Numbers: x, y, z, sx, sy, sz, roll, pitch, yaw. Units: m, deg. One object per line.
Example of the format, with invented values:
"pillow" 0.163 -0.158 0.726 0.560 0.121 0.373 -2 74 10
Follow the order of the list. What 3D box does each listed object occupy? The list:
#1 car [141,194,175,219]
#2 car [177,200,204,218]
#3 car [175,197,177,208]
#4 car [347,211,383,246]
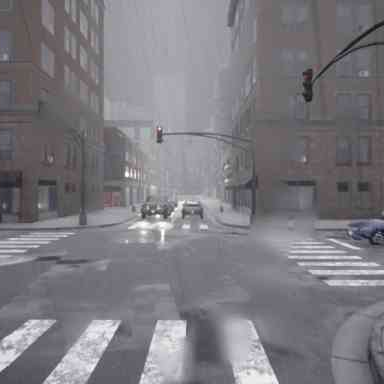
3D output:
"car" -3.075 1.235 29.788 2.150 2.045 5.566 0 0 2
"car" 0.068 1.505 30.444 2.128 1.511 4.902 0 0 0
"car" -3.087 1.544 39.461 1.812 1.442 4.674 0 0 0
"car" 9.332 1.540 14.666 4.674 1.442 1.812 0 0 0
